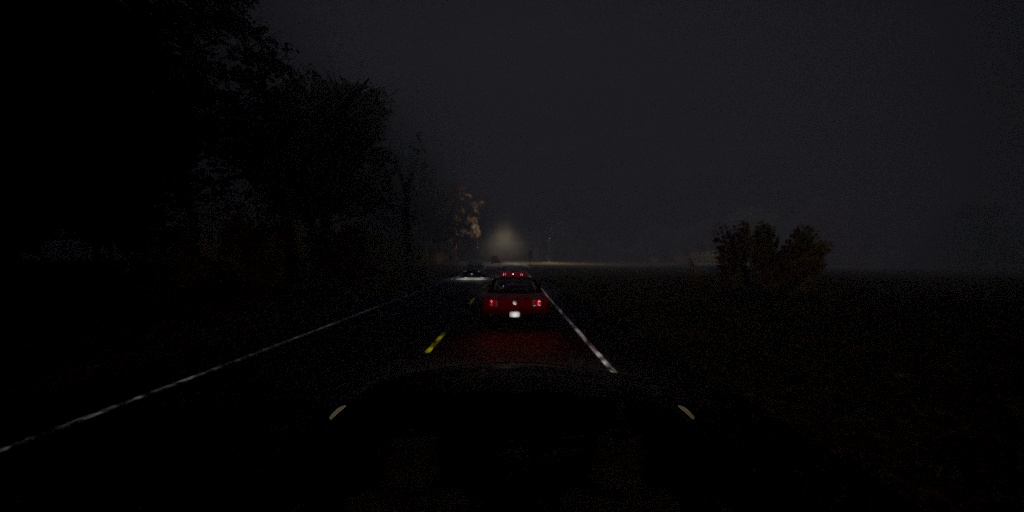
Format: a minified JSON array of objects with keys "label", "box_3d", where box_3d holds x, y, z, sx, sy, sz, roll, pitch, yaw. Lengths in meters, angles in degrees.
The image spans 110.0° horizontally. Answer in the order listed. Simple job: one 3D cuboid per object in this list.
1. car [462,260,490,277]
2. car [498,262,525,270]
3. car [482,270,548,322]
[{"label":"car","box_3d":[-3.608,1.258,34.922,2.033,1.411,5.357,0,0,0]},{"label":"car","box_3d":[0.084,1.321,27.424,1.895,1.301,4.718,0,0,0]},{"label":"car","box_3d":[0.089,1.340,12.224,1.895,1.301,4.718,0,0,0]}]
